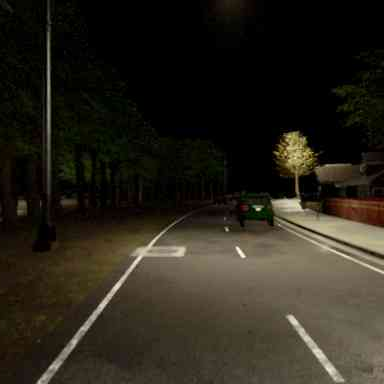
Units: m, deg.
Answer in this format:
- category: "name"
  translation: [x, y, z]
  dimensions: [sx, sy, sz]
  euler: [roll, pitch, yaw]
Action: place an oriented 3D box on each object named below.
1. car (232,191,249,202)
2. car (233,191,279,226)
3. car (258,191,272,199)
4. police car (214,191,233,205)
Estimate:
- category: "car"
  translation: [9.853, 0.830, 67.349]
  dimensions: [2.150, 2.045, 5.566]
  euler: [0, 0, 22]
- category: "car"
  translation: [4.187, 1.124, 22.622]
  dimensions: [2.150, 2.045, 5.566]
  euler: [0, 0, 4]
- category: "car"
  translation: [18.355, 0.739, 83.347]
  dimensions: [2.097, 1.767, 4.553]
  euler: [0, 0, 28]
- category: "police car"
  translation: [4.781, 1.150, 52.344]
  dimensions: [1.930, 1.638, 5.238]
  euler: [0, 0, 16]
